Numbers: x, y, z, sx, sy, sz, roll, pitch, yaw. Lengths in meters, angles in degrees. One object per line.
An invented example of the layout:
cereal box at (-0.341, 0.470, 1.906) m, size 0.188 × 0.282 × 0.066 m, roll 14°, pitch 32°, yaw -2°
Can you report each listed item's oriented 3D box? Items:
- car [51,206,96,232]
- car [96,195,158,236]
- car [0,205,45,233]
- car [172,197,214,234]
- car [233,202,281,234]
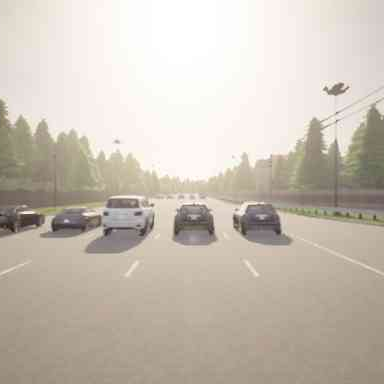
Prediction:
car at (-6.897, 1.565, 20.265) m, size 1.994 × 1.385 × 4.181 m, roll 0°, pitch 0°, yaw 0°
car at (-3.397, 1.223, 18.645) m, size 2.150 × 2.045 × 5.566 m, roll 0°, pitch 0°, yaw 0°
car at (-10.398, 1.493, 19.478) m, size 2.128 × 1.511 × 4.902 m, roll 0°, pitch 0°, yaw 0°
car at (0.102, 1.353, 19.216) m, size 2.097 × 1.767 × 4.553 m, roll 0°, pitch 0°, yaw 0°
car at (3.602, 1.353, 19.218) m, size 2.097 × 1.767 × 4.553 m, roll 0°, pitch 0°, yaw 0°
